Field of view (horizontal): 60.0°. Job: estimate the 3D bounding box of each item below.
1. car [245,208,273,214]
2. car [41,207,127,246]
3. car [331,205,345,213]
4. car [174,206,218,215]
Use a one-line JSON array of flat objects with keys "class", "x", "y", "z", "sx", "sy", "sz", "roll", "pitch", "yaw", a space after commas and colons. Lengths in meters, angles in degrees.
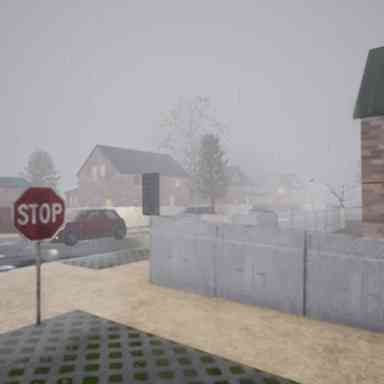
[{"class": "car", "x": 7.061, "y": 2.348, "z": 34.726, "sx": 1.994, "sy": 1.385, "sz": 4.181, "roll": -1, "pitch": -2, "yaw": 36}, {"class": "car", "x": -5.521, "y": 1.641, "z": 16.962, "sx": 2.097, "sy": 1.767, "sz": 4.553, "roll": -1, "pitch": -2, "yaw": 34}, {"class": "car", "x": 23.070, "y": 2.785, "z": 52.214, "sx": 1.837, "sy": 1.490, "sz": 4.892, "roll": -1, "pitch": -2, "yaw": 35}, {"class": "car", "x": 0.183, "y": 1.865, "z": 25.054, "sx": 2.097, "sy": 1.767, "sz": 4.553, "roll": -1, "pitch": -2, "yaw": 35}]
